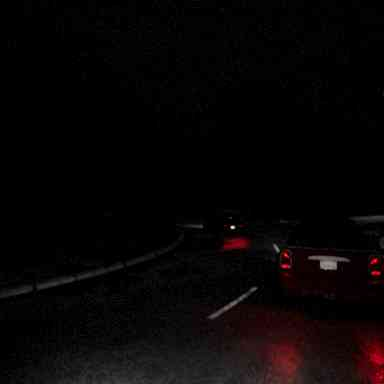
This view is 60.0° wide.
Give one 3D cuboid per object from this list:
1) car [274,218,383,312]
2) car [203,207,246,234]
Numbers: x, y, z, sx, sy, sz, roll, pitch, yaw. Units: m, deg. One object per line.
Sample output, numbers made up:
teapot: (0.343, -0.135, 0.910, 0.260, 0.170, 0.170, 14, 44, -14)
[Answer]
car: (3.359, 1.413, 8.239, 2.097, 1.767, 4.553, 0, -1, 22)
car: (1.931, 1.688, 20.498, 1.837, 1.490, 4.892, 1, -1, -7)
